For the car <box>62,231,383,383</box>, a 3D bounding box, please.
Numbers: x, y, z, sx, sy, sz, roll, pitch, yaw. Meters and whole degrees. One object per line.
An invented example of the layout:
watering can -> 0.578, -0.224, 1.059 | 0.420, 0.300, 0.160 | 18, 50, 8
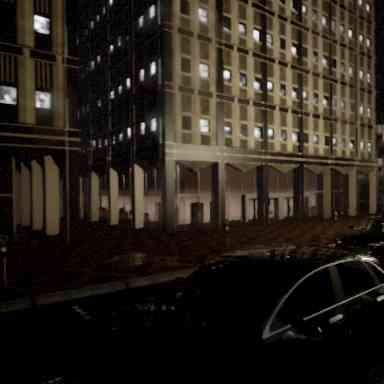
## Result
car -> 0.990, 1.490, 4.097 | 4.892, 1.490, 1.837 | 0, 0, -36

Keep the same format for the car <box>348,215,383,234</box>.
car -> 6.665, 1.484, 11.424 | 4.403, 1.369, 2.008 | 0, 0, -36
